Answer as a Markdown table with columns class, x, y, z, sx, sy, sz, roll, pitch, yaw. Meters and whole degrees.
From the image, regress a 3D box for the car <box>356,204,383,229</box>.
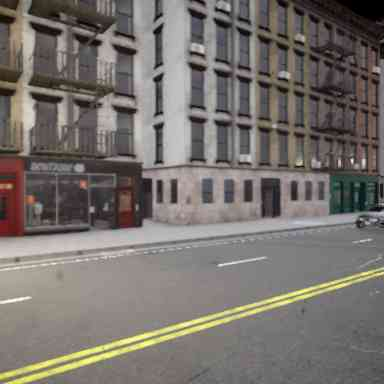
| class | x | y | z | sx | sy | sz | roll | pitch | yaw |
| --- | --- | --- | --- | --- | --- | --- | --- | --- | --- |
| car | 11.761 | 1.475 | 20.014 | 4.674 | 1.442 | 1.812 | 0 | 0 | -35 |
